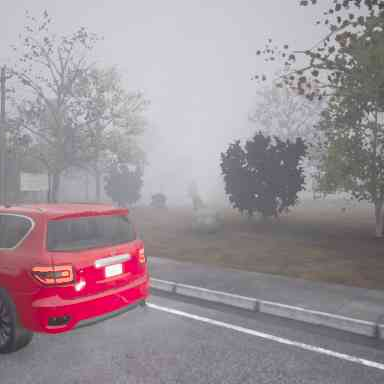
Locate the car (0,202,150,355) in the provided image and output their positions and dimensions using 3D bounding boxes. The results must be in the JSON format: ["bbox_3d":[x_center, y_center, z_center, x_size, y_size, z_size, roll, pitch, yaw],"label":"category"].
[{"bbox_3d":[-3.313,1.221,6.343,5.566,2.045,2.150,0,0,35],"label":"car"}]
